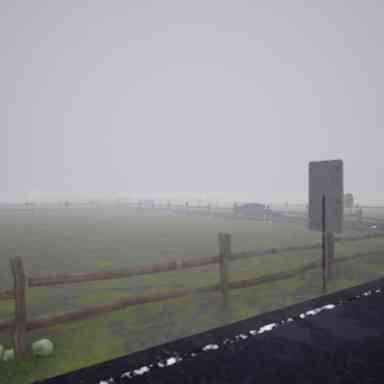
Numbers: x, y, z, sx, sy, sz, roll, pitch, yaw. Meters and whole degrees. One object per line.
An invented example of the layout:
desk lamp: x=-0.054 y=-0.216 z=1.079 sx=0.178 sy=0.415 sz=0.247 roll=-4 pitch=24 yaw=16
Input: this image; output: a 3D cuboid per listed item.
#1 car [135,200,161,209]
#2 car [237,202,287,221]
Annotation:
car: x=-6.333 y=1.861 z=47.690 sx=1.895 sy=1.301 sz=4.718 roll=0 pitch=0 yaw=-35
car: x=6.211 y=1.662 z=29.990 sx=1.882 sy=1.535 sz=5.008 roll=0 pitch=0 yaw=-35
